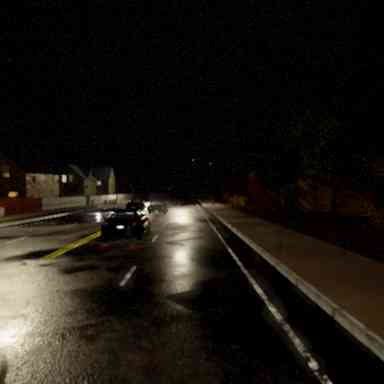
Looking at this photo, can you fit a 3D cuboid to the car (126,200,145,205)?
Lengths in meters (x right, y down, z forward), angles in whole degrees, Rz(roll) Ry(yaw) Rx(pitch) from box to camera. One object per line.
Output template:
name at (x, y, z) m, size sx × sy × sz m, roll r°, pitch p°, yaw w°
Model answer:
car at (-7.000, 1.651, 41.224) m, size 1.994 × 1.385 × 4.181 m, roll 0°, pitch 0°, yaw -1°

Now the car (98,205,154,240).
car at (-3.354, 1.605, 17.425) m, size 1.994 × 1.385 × 4.181 m, roll 0°, pitch 0°, yaw -1°

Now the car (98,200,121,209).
car at (-10.250, 1.710, 41.370) m, size 1.895 × 1.301 × 4.718 m, roll 0°, pitch 0°, yaw -1°

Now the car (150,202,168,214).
car at (-3.581, 1.671, 35.702) m, size 1.895 × 1.301 × 4.718 m, roll 0°, pitch 0°, yaw -1°
